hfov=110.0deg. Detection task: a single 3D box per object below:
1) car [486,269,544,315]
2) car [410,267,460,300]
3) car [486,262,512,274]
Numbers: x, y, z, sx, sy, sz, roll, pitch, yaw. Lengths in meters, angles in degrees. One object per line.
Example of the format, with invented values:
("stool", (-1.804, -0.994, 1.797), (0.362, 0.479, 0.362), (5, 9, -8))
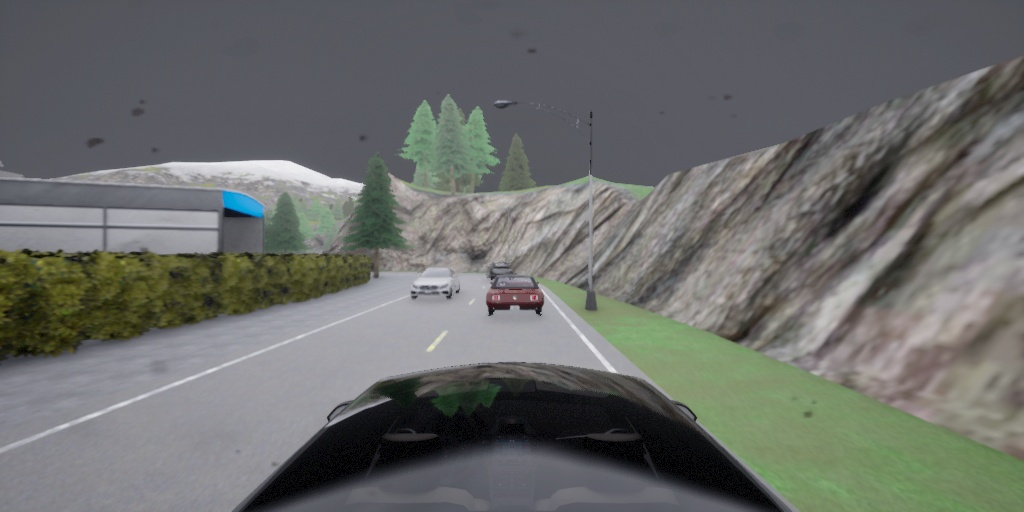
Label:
("car", (0.098, 1.359, 13.596), (1.895, 1.301, 4.718), (0, 0, 0))
("car", (-3.682, 1.287, 17.922), (1.812, 1.442, 4.674), (0, 0, -1))
("car", (-1.156, 1.261, 30.723), (2.128, 1.511, 4.902), (0, 0, -10))
